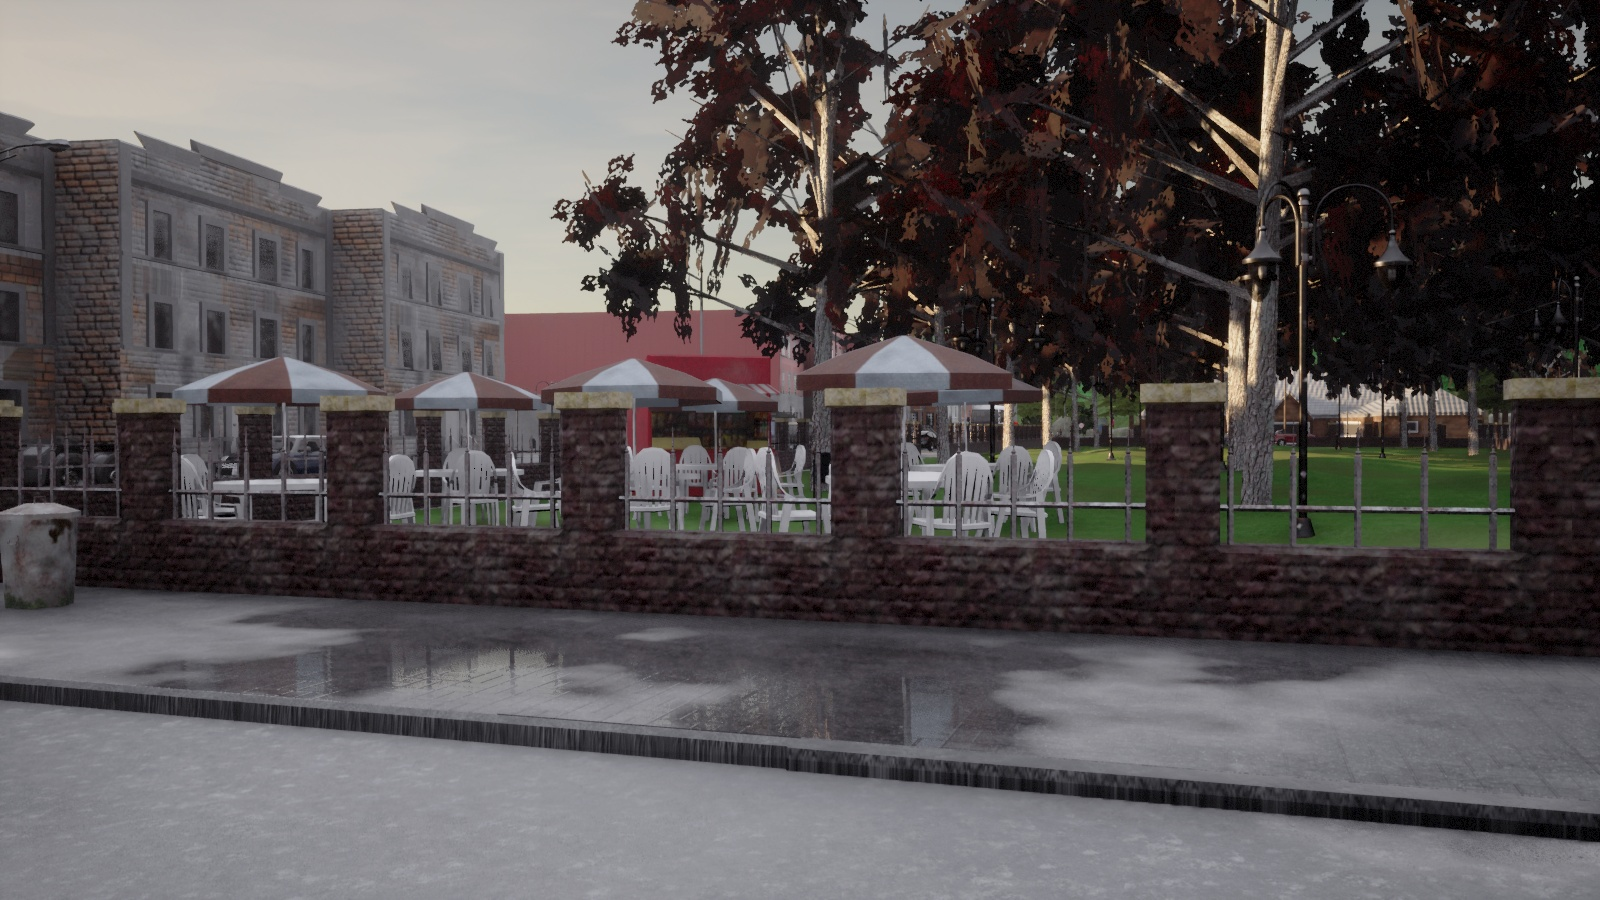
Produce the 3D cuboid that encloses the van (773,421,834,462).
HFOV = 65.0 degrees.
[{"bbox_3d":[0.218,-0.453,64.537,1.775,1.987,4.442,1,1,19],"label":"van"}]

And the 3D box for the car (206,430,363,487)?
[{"bbox_3d":[-14.089,0.186,34.528,1.970,1.475,3.806,1,1,19],"label":"car"}]

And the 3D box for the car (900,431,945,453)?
[{"bbox_3d":[8.858,-0.584,90.158,2.163,1.488,4.792,1,1,19],"label":"car"}]

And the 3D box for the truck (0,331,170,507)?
[{"bbox_3d":[-17.098,-0.628,25.535,2.891,3.462,7.936,1,1,19],"label":"truck"}]
